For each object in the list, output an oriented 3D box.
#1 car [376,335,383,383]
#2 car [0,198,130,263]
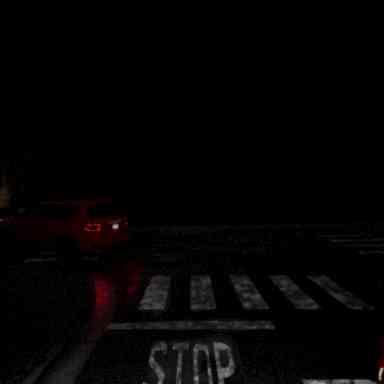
[{"bbox_3d":[2.622,1.539,1.424,1.887,1.381,4.507,-1,0,0],"label":"car"},{"bbox_3d":[-4.917,1.272,12.348,5.566,2.045,2.150,-1,3,28],"label":"car"}]
